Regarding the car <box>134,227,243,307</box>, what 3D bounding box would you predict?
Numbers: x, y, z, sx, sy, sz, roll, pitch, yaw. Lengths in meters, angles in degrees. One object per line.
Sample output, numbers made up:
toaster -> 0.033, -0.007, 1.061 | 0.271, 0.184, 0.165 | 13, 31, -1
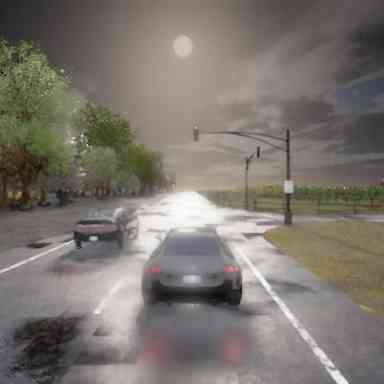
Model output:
car -> 0.009, 1.517, 7.962 | 1.994, 1.385, 4.181 | 0, 0, 0

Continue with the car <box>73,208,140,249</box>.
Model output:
car -> -3.434, 1.409, 14.118 | 2.128, 1.511, 4.902 | 0, 0, 1
